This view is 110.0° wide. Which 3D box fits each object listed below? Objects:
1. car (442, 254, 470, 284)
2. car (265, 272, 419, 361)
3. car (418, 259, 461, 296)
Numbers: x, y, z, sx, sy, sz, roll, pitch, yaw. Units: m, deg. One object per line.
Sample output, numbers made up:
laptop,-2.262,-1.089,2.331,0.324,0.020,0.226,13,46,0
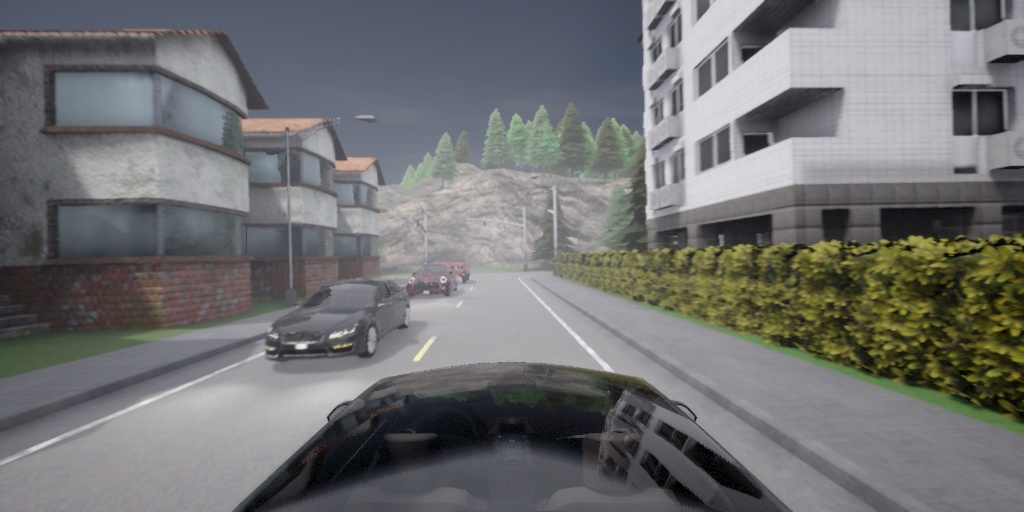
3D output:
car,-4.555,0.888,28.298,2.150,2.045,5.566,-1,0,-2
car,-3.809,1.342,8.729,1.837,1.490,4.892,-1,0,-2
car,-4.257,1.204,19.692,2.097,1.767,4.553,-1,0,-2
